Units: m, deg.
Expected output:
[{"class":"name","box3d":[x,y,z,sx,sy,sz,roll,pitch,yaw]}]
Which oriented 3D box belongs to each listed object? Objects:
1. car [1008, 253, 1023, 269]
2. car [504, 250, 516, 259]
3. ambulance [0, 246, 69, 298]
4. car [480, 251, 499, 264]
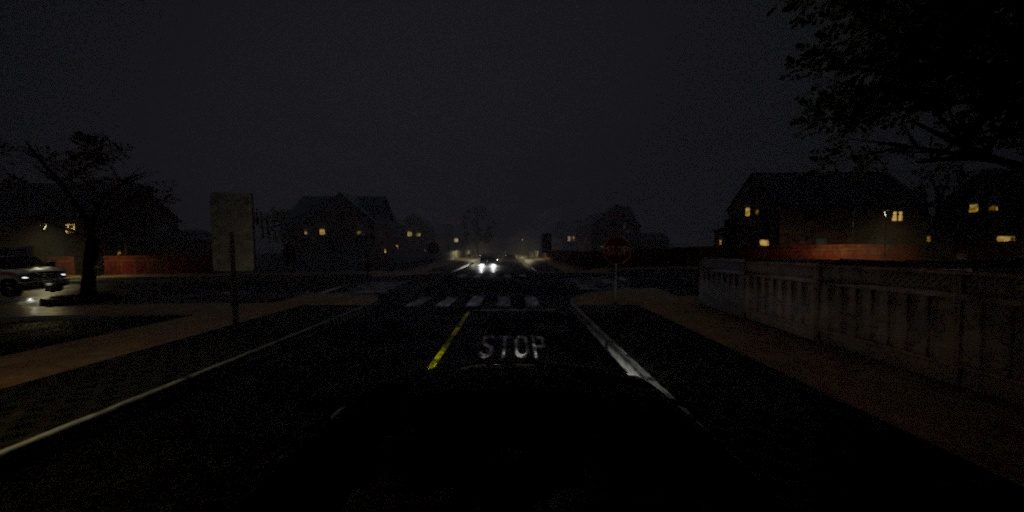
[{"class":"car","box3d":[31.864,0.184,20.773,4.892,1.490,1.837,-1,3,0]},{"class":"car","box3d":[-0.347,-0.170,62.340,2.033,1.411,5.357,0,1,-1]},{"class":"ambulance","box3d":[-26.300,0.764,17.859,6.366,2.431,2.351,-1,3,0]},{"class":"car","box3d":[-2.984,0.249,45.058,1.895,1.301,4.718,0,1,0]}]
